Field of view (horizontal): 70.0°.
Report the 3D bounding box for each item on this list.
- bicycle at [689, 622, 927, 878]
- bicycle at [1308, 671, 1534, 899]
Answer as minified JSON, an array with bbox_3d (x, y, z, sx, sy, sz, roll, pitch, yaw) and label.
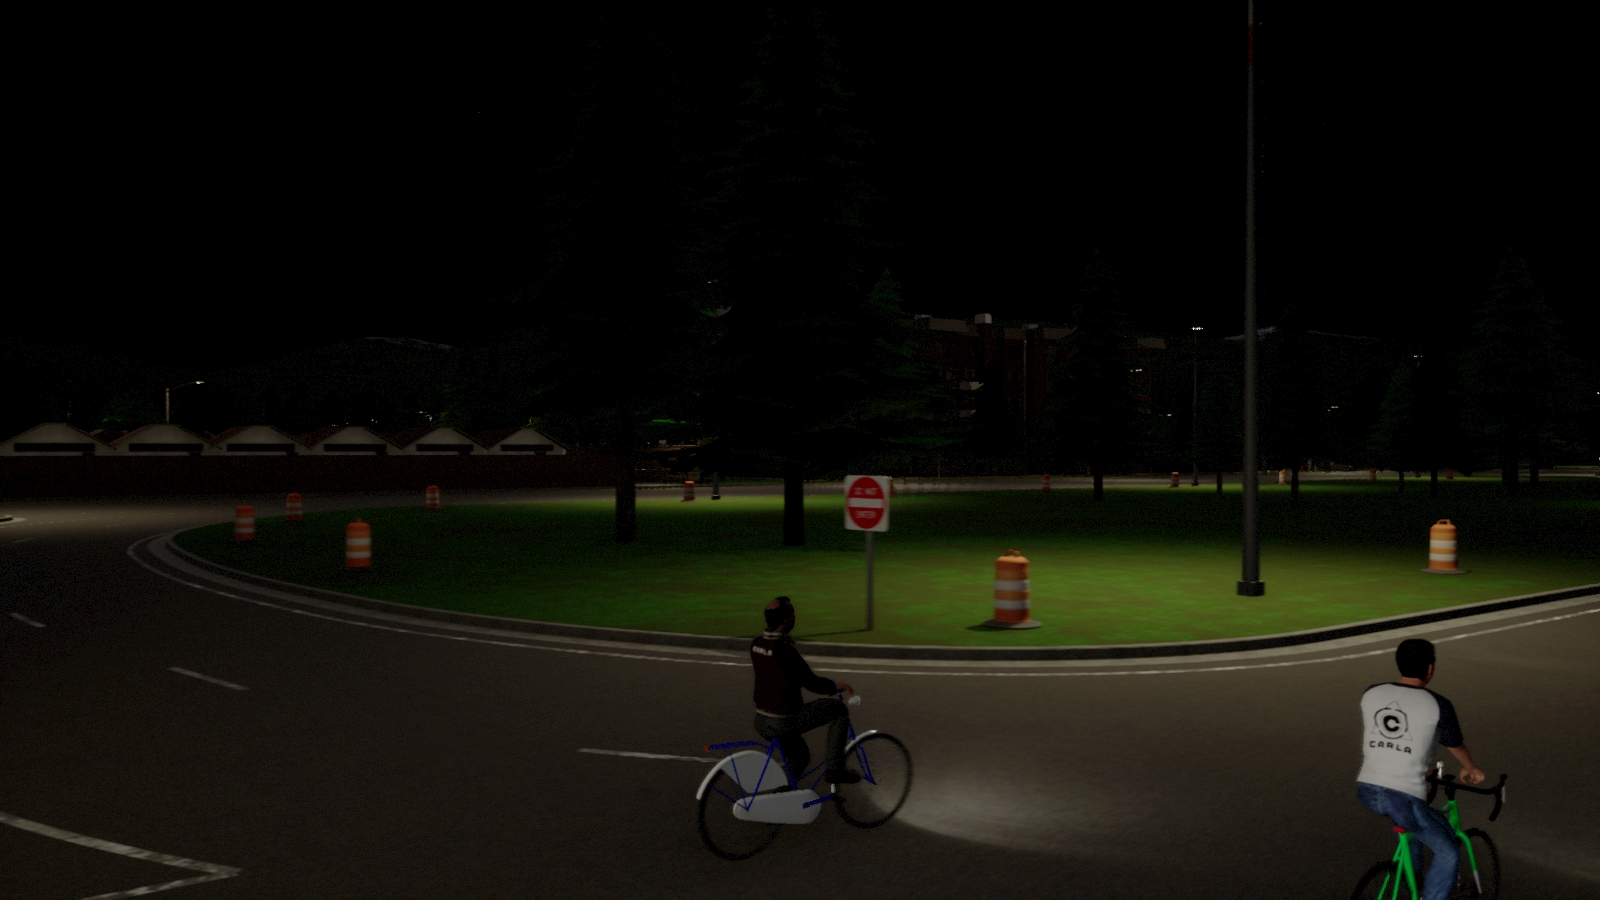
[{"bbox_3d":[0.097,2.060,8.135,1.835,1.471,0.329,0,0,-35],"label":"bicycle"},{"bbox_3d":[3.370,2.056,6.147,1.643,1.496,0.373,0,0,-35],"label":"bicycle"}]
